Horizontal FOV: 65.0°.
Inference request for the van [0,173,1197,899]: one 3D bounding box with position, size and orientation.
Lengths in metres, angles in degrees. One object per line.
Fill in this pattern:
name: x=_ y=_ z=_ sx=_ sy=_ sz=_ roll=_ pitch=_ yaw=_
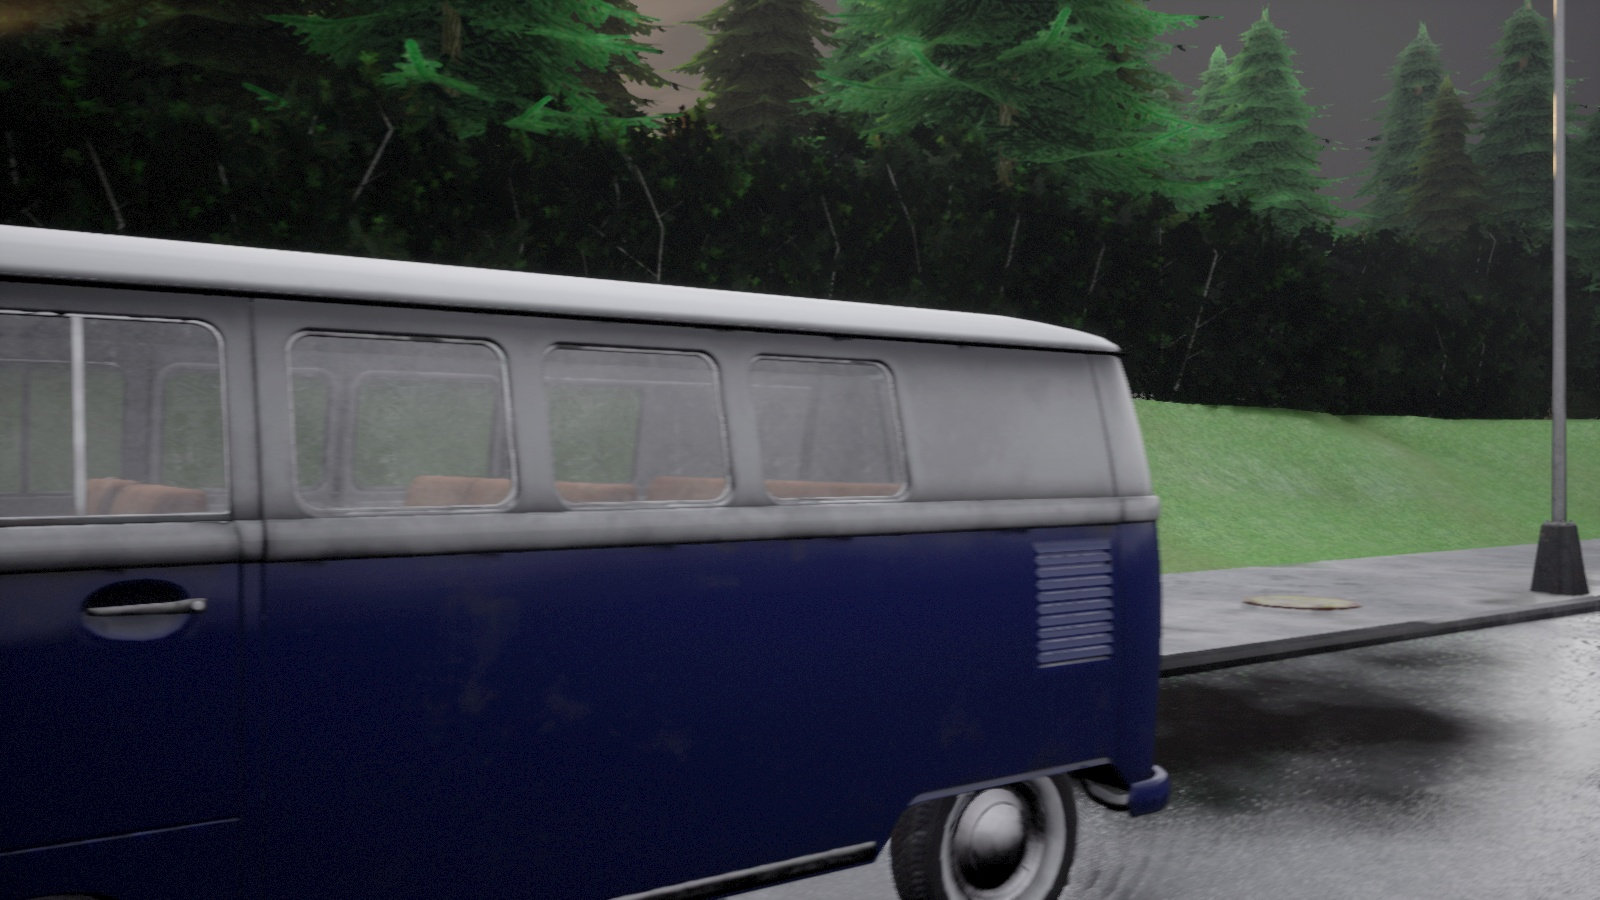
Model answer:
van: x=-1.039 y=0.508 z=3.546 sx=4.442 sy=1.987 sz=1.775 roll=0 pitch=0 yaw=-35
